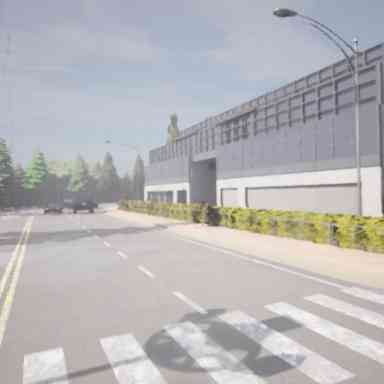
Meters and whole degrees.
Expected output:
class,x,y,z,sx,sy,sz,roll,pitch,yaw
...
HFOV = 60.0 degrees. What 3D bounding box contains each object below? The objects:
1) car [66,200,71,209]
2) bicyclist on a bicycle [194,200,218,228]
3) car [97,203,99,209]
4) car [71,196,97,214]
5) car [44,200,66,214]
class,x,y,z,sx,sy,sz,roll,pitch,yaw
car,-18.914,1.959,52.166,1.837,1.490,4.892,-1,0,-3
bicyclist on a bicycle,0.825,1.291,19.524,1.656,1.620,0.582,-2,0,-25
car,-15.614,1.870,50.707,2.128,1.511,4.902,-1,0,-2
car,-13.159,1.540,40.301,2.150,2.045,5.566,-1,0,-20
car,-16.976,2.006,40.970,1.895,1.301,4.718,-1,0,-18
